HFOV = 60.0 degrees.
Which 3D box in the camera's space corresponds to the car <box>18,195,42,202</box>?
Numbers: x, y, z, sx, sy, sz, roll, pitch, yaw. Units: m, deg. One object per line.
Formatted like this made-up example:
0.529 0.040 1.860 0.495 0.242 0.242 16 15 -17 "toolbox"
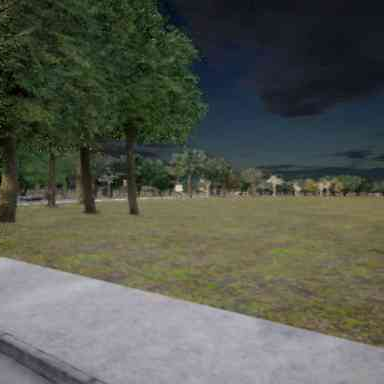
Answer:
-36.323 1.512 75.630 1.882 1.535 5.008 0 0 13 "car"
